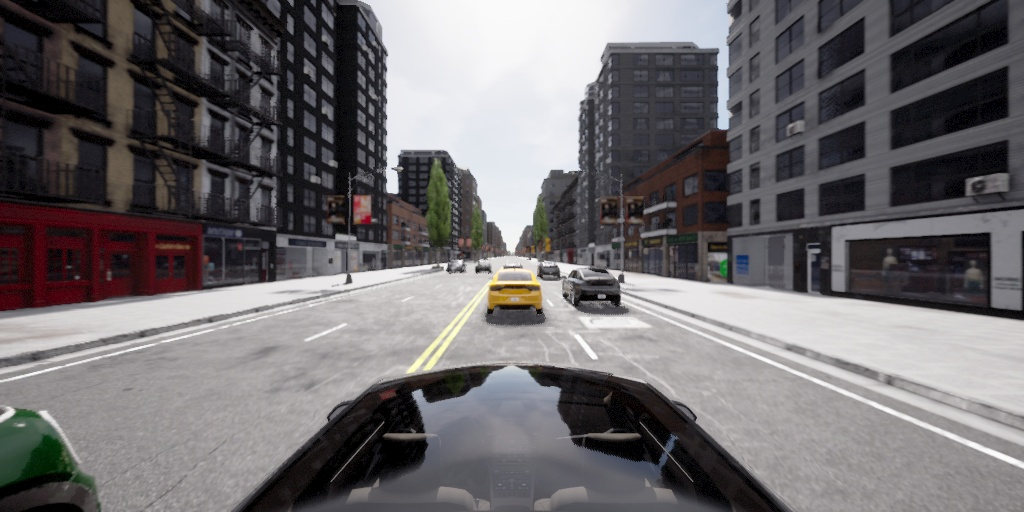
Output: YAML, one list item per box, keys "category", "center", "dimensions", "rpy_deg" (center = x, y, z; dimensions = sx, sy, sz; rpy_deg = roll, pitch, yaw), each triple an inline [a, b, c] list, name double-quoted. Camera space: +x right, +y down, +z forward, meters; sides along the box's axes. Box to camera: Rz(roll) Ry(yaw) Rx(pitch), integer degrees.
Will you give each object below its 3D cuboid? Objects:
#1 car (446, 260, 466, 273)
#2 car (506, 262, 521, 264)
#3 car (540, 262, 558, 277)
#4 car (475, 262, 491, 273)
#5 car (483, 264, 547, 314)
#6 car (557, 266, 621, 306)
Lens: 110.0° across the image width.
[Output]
- category: "car"
  center: [-6.582, 1.253, 42.777]
  dimensions: [2.128, 1.511, 4.902]
  rpy_deg: [0, 0, 0]
- category: "car"
  center: [0.104, 1.254, 33.470]
  dimensions: [2.128, 1.511, 4.902]
  rpy_deg: [0, 0, 0]
- category: "car"
  center: [3.353, 1.256, 33.462]
  dimensions: [2.128, 1.511, 4.902]
  rpy_deg: [0, 0, 0]
- category: "car"
  center: [-3.336, 1.363, 42.576]
  dimensions: [1.895, 1.301, 4.718]
  rpy_deg: [0, 0, 0]
- category: "car"
  center: [0.100, 1.237, 13.971]
  dimensions: [1.882, 1.535, 5.008]
  rpy_deg: [0, 0, 0]
- category: "car"
  center: [3.352, 1.265, 15.794]
  dimensions: [1.837, 1.490, 4.892]
  rpy_deg: [0, 0, 0]
